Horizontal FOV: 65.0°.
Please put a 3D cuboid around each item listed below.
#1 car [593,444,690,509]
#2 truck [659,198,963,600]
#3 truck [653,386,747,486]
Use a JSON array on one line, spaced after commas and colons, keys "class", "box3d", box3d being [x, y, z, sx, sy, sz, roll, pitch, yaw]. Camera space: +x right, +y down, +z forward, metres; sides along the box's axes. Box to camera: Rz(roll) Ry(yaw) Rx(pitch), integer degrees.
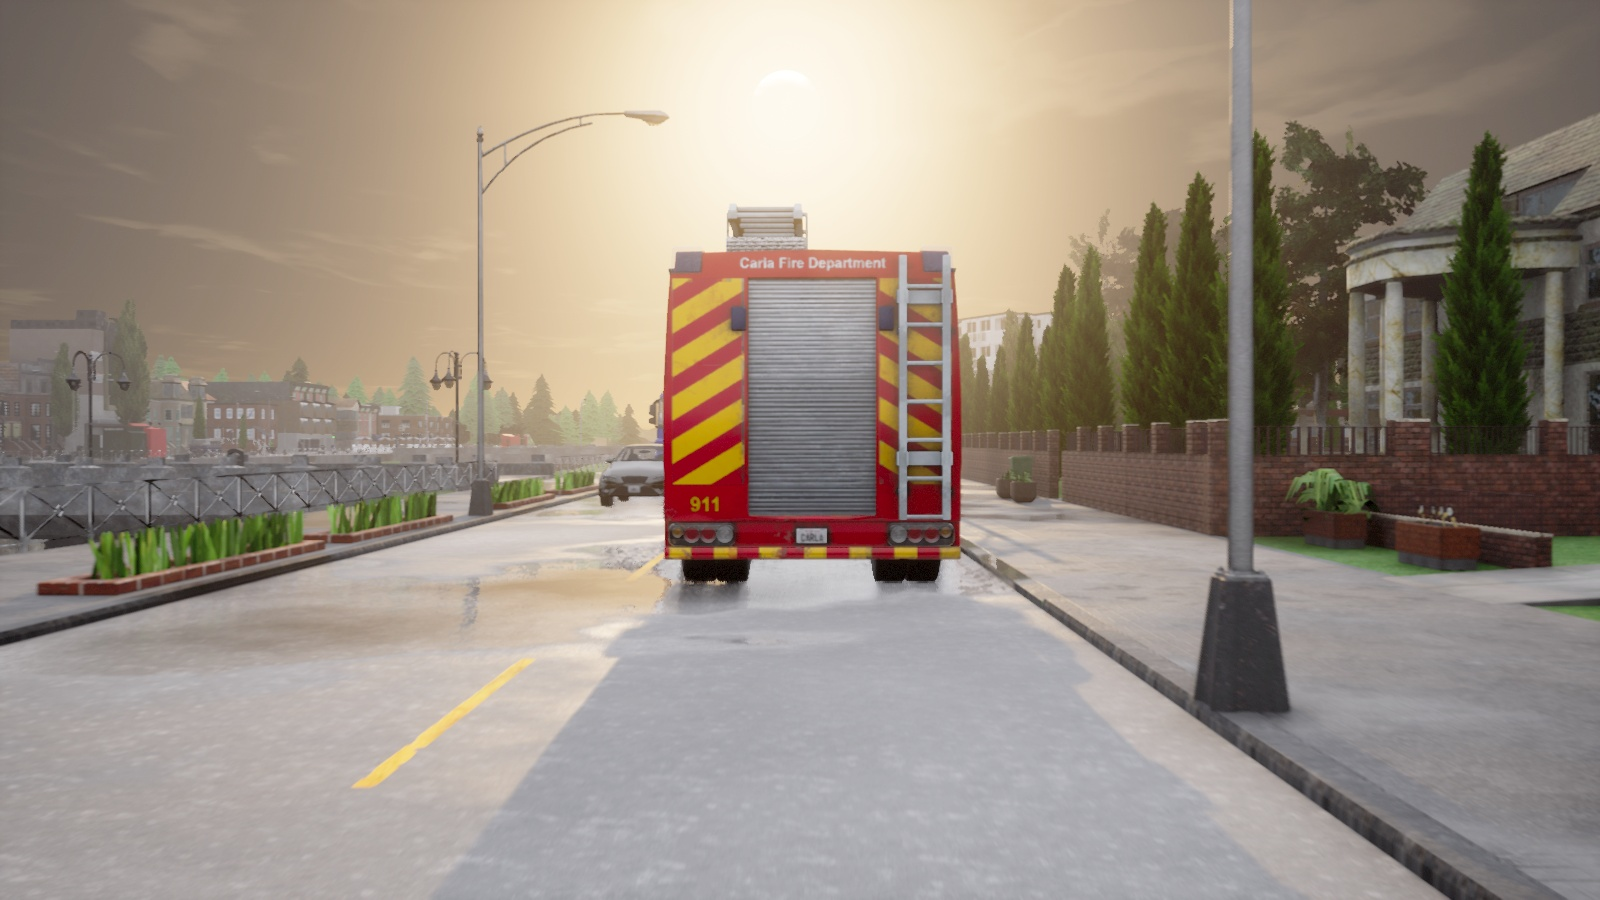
[{"class": "car", "box3d": [-3.771, 0.585, 30.526, 1.816, 1.474, 4.193, 0, 0, 0]}, {"class": "truck", "box3d": [0.133, -0.509, 16.199, 2.891, 3.827, 8.468, 0, 0, 0]}, {"class": "truck", "box3d": [-3.655, -0.507, 47.660, 2.891, 3.462, 7.936, 0, 0, 0]}]
